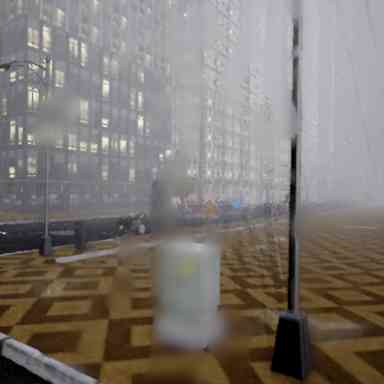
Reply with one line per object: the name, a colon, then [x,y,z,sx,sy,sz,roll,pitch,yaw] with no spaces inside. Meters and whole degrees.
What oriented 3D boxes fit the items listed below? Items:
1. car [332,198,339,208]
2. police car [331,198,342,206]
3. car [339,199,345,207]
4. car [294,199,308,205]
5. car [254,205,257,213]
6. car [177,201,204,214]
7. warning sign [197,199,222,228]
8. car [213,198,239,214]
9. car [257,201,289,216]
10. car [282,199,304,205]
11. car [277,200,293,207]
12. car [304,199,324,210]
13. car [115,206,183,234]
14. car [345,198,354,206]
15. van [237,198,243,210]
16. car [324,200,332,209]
car: [25.850,2.218,62.996,1.967,1.590,4.097,0,0,35]
police car: [34.510,2.347,79.201,1.930,1.638,5.238,1,0,29]
car: [29.053,2.399,67.640,1.947,1.339,4.313,0,0,35]
car: [25.360,2.317,77.042,1.947,1.339,4.313,0,0,35]
car: [9.961,2.061,44.609,1.994,1.385,4.181,1,0,35]
car: [-0.268,1.746,39.899,1.967,1.590,4.097,0,0,35]
warning sign: [1.237,1.469,23.097,1.300,1.860,1.060,2,1,35]
car: [3.297,1.865,40.463,2.128,1.511,4.902,1,0,35]
car: [9.826,2.066,39.775,1.947,1.339,4.313,0,0,35]
car: [15.586,2.086,52.842,2.128,1.511,4.902,1,0,35]
car: [18.953,2.222,67.756,1.802,1.307,4.206,0,0,35]
car: [19.440,2.233,53.707,1.947,1.339,4.313,0,0,35]
car: [-2.884,1.827,21.127,2.008,1.369,4.403,0,0,35]
car: [35.463,2.510,76.928,1.947,1.339,4.313,0,0,35]
van: [6.140,1.760,49.186,1.690,1.788,3.998,0,0,35]
car: [22.644,2.305,58.352,1.802,1.307,4.206,0,0,35]
